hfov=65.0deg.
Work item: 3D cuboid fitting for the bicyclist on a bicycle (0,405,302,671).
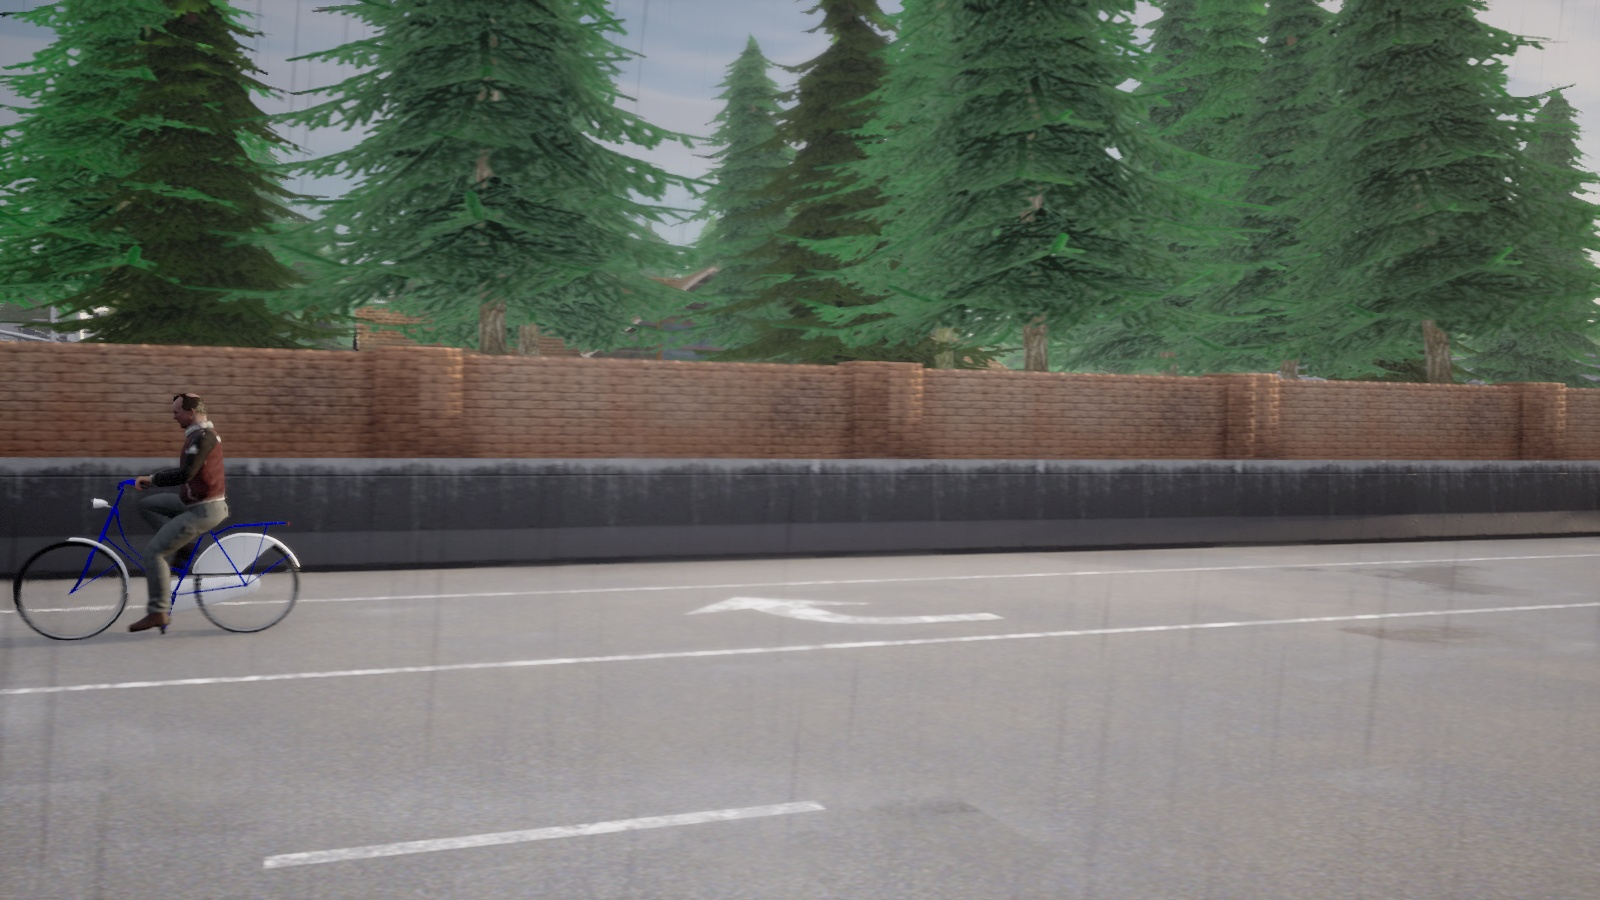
[{"bbox_3d":[-4.574,0.572,8.988,1.843,1.776,0.659,-1,1,-21],"label":"bicyclist on a bicycle"}]
